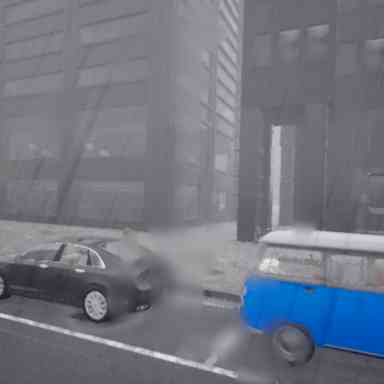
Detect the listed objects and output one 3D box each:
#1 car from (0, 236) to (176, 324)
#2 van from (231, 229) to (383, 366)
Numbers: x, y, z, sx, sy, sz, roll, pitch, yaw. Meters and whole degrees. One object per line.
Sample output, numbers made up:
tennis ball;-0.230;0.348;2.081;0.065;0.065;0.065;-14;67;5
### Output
car;-2.478;1.605;7.038;4.403;1.369;2.008;1;-1;24
van;2.671;1.519;4.737;3.998;1.788;1.690;1;-1;24
